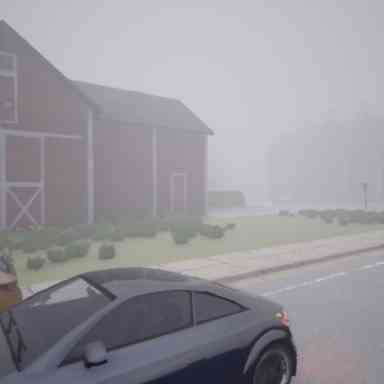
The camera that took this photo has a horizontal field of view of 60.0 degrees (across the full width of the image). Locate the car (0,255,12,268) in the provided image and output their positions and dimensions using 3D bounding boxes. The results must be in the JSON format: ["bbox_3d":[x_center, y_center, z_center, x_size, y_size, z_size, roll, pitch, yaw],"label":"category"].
[{"bbox_3d":[-4.555,1.466,4.269,4.193,1.474,1.816,0,6,-38],"label":"car"}]

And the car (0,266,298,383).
[{"bbox_3d":[-0.864,1.555,3.348,4.181,1.385,1.994,-1,0,-35],"label":"car"}]

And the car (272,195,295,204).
[{"bbox_3d":[14.309,1.213,52.208,1.812,1.442,4.674,0,0,-14],"label":"car"}]
